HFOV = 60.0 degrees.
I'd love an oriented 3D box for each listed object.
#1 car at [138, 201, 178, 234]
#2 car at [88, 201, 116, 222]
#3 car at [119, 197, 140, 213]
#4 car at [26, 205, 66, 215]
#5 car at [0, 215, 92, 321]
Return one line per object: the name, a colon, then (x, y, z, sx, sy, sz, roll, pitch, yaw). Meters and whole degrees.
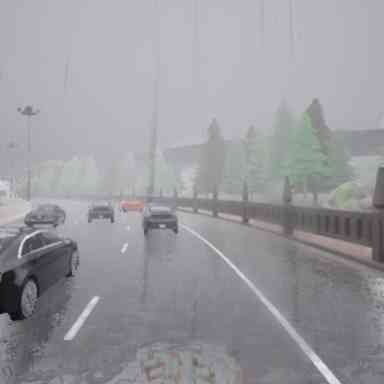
car: (-1.952, 1.474, 19.236, 1.837, 1.490, 4.892, 0, 0, -11)
car: (-6.999, 1.480, 25.818, 1.837, 1.490, 4.892, 0, 0, -14)
car: (-6.833, 1.305, 36.851, 2.097, 1.767, 4.553, 0, 0, -19)
car: (-9.626, 1.539, 22.162, 2.033, 1.411, 5.357, 0, 0, -13)
car: (-3.863, 1.491, 7.177, 2.128, 1.511, 4.902, 0, 0, -4)
